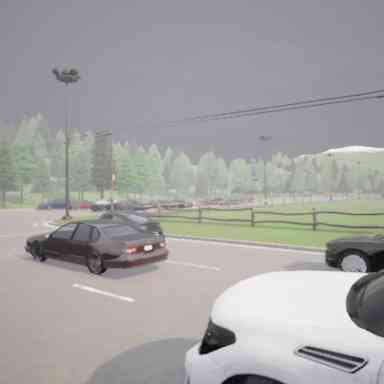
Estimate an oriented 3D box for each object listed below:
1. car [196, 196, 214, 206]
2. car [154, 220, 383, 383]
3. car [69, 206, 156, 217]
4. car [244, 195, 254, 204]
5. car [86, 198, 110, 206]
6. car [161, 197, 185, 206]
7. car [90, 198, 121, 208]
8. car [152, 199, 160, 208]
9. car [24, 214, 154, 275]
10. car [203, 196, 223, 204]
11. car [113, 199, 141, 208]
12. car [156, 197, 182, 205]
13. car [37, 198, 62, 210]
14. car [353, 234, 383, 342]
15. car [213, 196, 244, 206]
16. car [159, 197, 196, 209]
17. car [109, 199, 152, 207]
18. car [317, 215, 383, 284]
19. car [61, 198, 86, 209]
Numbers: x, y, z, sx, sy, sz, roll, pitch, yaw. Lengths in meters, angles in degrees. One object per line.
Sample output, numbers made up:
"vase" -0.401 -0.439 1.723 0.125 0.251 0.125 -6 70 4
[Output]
"car" 2.460 1.790 58.116 1.895 1.301 4.718 0 0 37
"car" 2.588 1.218 2.110 5.566 2.045 2.150 0 0 36
"car" -3.359 1.592 15.126 4.674 1.442 1.812 0 0 37
"car" 11.168 1.530 69.550 2.097 1.767 4.553 0 0 37
"car" -10.286 1.790 41.159 1.895 1.301 4.718 0 0 34
"car" -3.422 1.755 61.921 1.812 1.442 4.674 0 0 38
"car" -13.961 1.775 53.749 1.812 1.442 4.674 0 0 37
"car" -5.000 1.753 48.218 1.994 1.385 4.181 0 0 37
"car" -3.220 1.599 10.662 5.357 1.411 2.033 0 0 37
"car" 4.555 1.698 72.401 1.882 1.535 5.008 0 0 37
"car" -10.271 1.793 52.852 1.994 1.385 4.181 0 0 37
"car" -4.537 1.796 66.191 2.033 1.411 5.357 0 0 37
"car" -19.232 1.601 46.693 2.097 1.767 4.553 0 0 36
"car" 4.817 1.558 4.809 4.181 1.385 1.994 0 0 36
"car" 6.349 1.660 57.455 2.128 1.511 4.902 0 0 37
"car" -1.929 1.770 46.475 1.895 1.301 4.718 0 0 37
"car" -7.185 1.733 39.466 1.994 1.385 4.181 0 0 37
"car" 5.980 1.478 8.301 5.008 1.535 1.882 0 0 36
"car" -15.312 1.793 46.132 1.994 1.385 4.181 0 0 37
